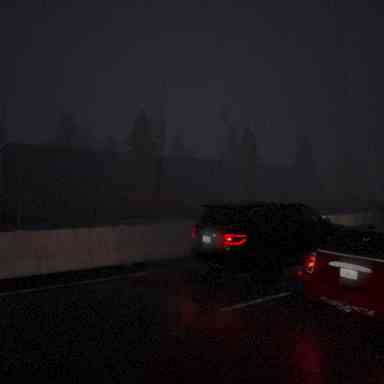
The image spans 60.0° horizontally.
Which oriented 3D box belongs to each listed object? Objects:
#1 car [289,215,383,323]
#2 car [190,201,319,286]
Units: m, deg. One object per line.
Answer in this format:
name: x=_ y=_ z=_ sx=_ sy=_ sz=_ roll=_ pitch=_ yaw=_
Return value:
car: x=4.393 y=1.431 z=6.883 sx=4.553 sy=1.767 sz=2.097 roll=1 pitch=0 yaw=-36
car: x=2.544 y=1.303 z=9.863 sx=5.566 sy=2.045 sz=2.150 roll=1 pitch=0 yaw=-36
